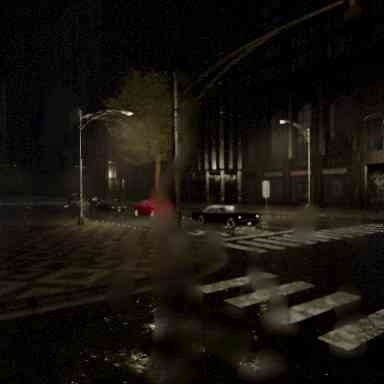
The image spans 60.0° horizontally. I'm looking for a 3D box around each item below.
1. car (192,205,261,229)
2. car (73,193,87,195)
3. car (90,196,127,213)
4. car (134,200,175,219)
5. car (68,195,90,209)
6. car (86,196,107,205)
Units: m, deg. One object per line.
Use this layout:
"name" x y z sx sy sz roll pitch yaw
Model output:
"car" 2.089 1.532 21.218 1.895 1.301 4.718 -1 0 -36
"car" -19.475 1.230 57.047 2.150 2.045 5.566 -1 0 -36
"car" -9.111 1.533 36.853 2.033 1.411 5.357 -1 0 -36
"car" -3.315 1.435 28.756 1.882 1.535 5.008 -1 0 -36
"car" -15.443 1.543 45.773 1.812 1.442 4.674 -1 0 -36
"car" -17.055 1.444 59.255 1.882 1.535 5.008 -1 0 -36
